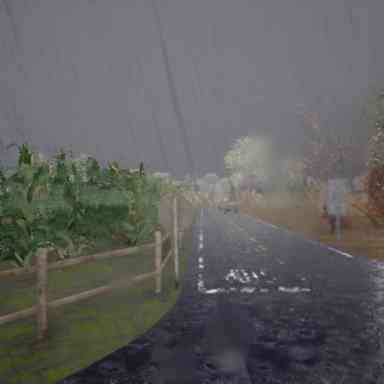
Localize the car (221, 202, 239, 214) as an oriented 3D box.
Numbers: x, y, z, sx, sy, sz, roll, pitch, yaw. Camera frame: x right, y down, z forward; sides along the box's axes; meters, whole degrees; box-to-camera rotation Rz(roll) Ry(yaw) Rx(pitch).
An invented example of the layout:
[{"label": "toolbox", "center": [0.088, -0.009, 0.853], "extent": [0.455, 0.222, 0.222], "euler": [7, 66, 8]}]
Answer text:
[{"label": "car", "center": [5.549, 2.278, 47.428], "extent": [1.837, 1.490, 4.892], "euler": [-1, -1, 2]}]

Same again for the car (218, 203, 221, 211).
[{"label": "car", "center": [5.601, 2.498, 57.851], "extent": [2.033, 1.411, 5.357], "euler": [-1, -1, -3]}]

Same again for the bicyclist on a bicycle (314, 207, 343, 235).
[{"label": "bicyclist on a bicycle", "center": [7.774, 1.661, 18.991], "extent": [1.656, 1.620, 0.582], "euler": [-1, -1, 2]}]
